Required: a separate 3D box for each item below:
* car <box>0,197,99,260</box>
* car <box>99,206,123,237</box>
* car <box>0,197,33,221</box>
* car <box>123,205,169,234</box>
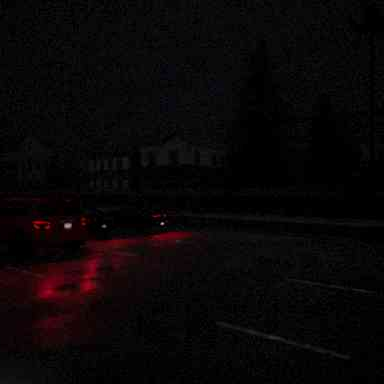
[{"bbox_3d":[-6.344,1.219,12.767,5.566,2.045,2.150,0,0,36],"label":"car"},{"bbox_3d":[-6.093,1.474,16.904,5.008,1.535,1.882,-1,-1,36],"label":"car"},{"bbox_3d":[-15.572,1.343,27.956,4.553,1.767,2.097,0,0,36],"label":"car"},{"bbox_3d":[-3.562,1.488,19.392,4.902,1.511,2.128,0,0,36],"label":"car"}]
